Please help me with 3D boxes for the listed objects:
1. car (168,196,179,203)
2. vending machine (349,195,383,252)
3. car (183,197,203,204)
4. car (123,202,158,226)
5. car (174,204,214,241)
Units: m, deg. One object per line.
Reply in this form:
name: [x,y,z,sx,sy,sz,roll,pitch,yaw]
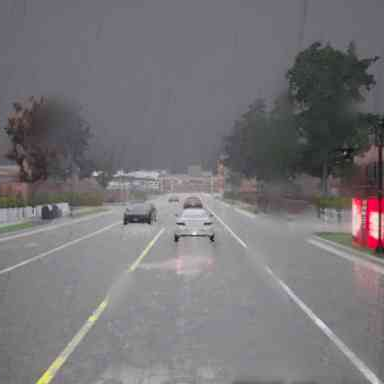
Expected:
car: [-3.500,1.422,64.636,1.994,1.385,4.181,0,0,1]
vending machine: [6.896,1.196,12.993,1.100,2.100,0.880,0,0,0]
car: [0.112,1.344,37.141,2.097,1.767,4.553,0,0,0]
car: [-3.590,1.478,23.735,1.882,1.535,5.008,0,0,0]
car: [0.105,1.526,16.586,1.812,1.442,4.674,0,0,0]
